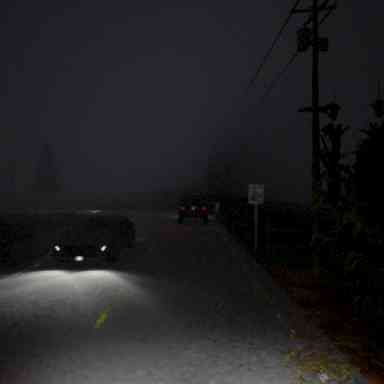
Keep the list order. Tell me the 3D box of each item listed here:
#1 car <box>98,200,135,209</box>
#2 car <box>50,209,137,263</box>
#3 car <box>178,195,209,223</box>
[{"bbox_3d":[-8.891,1.609,39.213,4.181,1.385,1.994,0,0,9],"label":"car"},{"bbox_3d":[-3.287,1.562,12.352,2.033,1.411,5.357,0,0,0],"label":"car"},{"bbox_3d":[0.093,1.248,25.658,2.150,2.045,5.566,0,0,0],"label":"car"}]
